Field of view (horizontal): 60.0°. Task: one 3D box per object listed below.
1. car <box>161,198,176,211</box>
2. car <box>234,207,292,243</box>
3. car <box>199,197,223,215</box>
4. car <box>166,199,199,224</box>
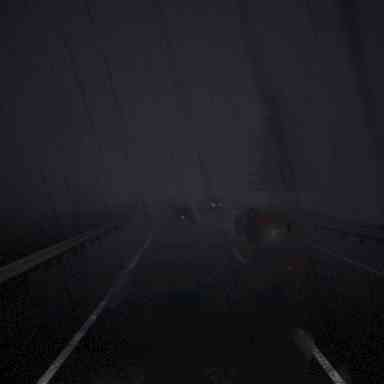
[{"bbox_3d":[-2.690,1.477,41.269,1.837,1.490,4.892,0,0,-8],"label":"car"},{"bbox_3d":[3.266,1.481,16.023,2.128,1.511,4.902,0,0,-3],"label":"car"},{"bbox_3d":[1.780,1.329,34.160,2.097,1.767,4.553,0,0,-7],"label":"car"},{"bbox_3d":[-0.816,1.508,24.878,1.812,1.442,4.674,0,0,-5],"label":"car"}]
